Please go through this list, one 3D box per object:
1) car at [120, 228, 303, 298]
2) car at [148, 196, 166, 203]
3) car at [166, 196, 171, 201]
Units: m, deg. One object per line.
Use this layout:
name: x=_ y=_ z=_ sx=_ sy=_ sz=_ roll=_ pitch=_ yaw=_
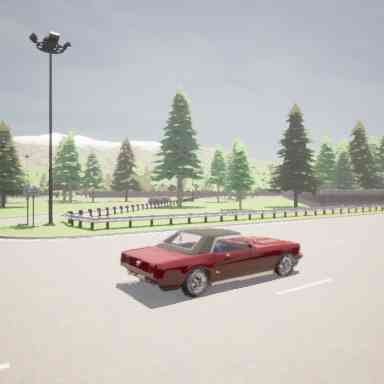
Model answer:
car: x=0.700 y=1.601 z=8.532 sx=4.718 sy=1.301 sz=1.895 roll=0 pitch=0 yaw=-35
car: x=-6.563 y=1.491 z=59.644 sx=2.128 sy=1.511 sz=4.902 roll=0 pitch=0 yaw=6
car: x=-5.586 y=1.525 z=69.766 sx=1.812 sy=1.442 sz=4.674 roll=0 pitch=0 yaw=5
